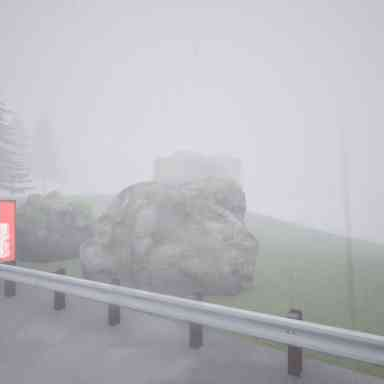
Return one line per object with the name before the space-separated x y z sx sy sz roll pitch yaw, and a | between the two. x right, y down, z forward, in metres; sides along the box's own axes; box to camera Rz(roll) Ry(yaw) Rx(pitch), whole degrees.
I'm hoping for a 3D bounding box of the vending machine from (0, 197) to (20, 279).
vending machine | -5.367 1.195 8.837 0.880 2.100 1.100 0 0 31
